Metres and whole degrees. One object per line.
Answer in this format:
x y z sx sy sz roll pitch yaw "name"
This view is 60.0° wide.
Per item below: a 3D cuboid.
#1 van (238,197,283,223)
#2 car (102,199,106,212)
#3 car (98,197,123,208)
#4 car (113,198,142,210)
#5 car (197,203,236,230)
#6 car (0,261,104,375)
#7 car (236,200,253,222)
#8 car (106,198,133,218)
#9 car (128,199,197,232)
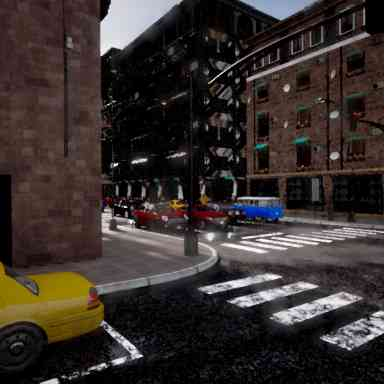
4.904 1.280 24.931 1.690 1.788 3.998 0 0 -36 "van"
-11.903 1.182 38.205 2.150 2.045 5.566 -1 0 -36 "car"
-11.748 1.463 47.822 1.887 1.381 4.507 -1 0 -36 "car"
-8.417 1.463 43.244 1.887 1.381 4.507 -1 0 -36 "car"
0.416 1.508 21.261 1.812 1.442 4.674 -1 0 -34 "car"
-3.574 1.525 4.015 4.829 1.417 1.752 0 0 -36 "car"
1.688 1.504 24.704 2.033 1.411 5.357 0 0 -34 "car"
-5.630 1.473 29.566 1.837 1.490 4.892 -1 0 -36 "car"
-1.883 1.441 20.016 1.967 1.590 4.097 0 0 -36 "car"
